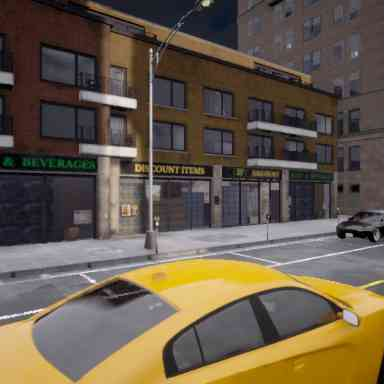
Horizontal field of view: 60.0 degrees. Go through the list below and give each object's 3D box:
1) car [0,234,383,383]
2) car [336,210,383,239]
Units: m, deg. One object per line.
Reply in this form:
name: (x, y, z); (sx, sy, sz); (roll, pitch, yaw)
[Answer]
car: (0.379, 1.477, 3.437); (5.008, 1.535, 1.882); (0, 0, -36)
car: (8.836, 1.567, 16.200); (4.313, 1.339, 1.947); (0, 0, -35)
